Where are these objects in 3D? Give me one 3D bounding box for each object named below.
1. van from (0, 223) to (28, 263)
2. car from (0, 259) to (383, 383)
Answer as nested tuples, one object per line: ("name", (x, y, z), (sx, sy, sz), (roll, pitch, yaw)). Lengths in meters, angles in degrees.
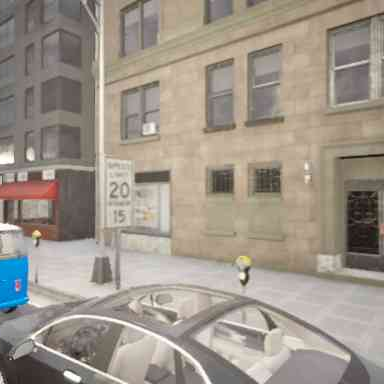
("van", (-4.883, 1.445, 6.643), (3.998, 1.788, 1.690), (-1, -1, 38))
("car", (-0.406, 1.597, 3.140), (4.403, 1.369, 2.008), (-1, -1, 38))
